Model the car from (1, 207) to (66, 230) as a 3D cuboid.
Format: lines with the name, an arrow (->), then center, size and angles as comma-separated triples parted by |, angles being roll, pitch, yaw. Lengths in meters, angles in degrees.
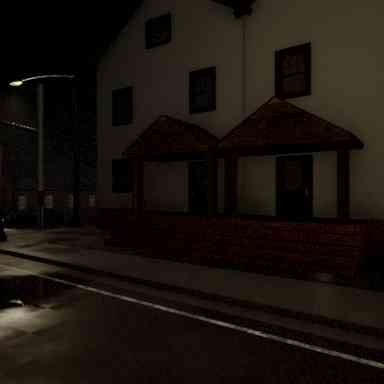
car -> -14.174, 2.411, 30.193 | 2.150, 2.045, 5.566 | 0, -9, 36
